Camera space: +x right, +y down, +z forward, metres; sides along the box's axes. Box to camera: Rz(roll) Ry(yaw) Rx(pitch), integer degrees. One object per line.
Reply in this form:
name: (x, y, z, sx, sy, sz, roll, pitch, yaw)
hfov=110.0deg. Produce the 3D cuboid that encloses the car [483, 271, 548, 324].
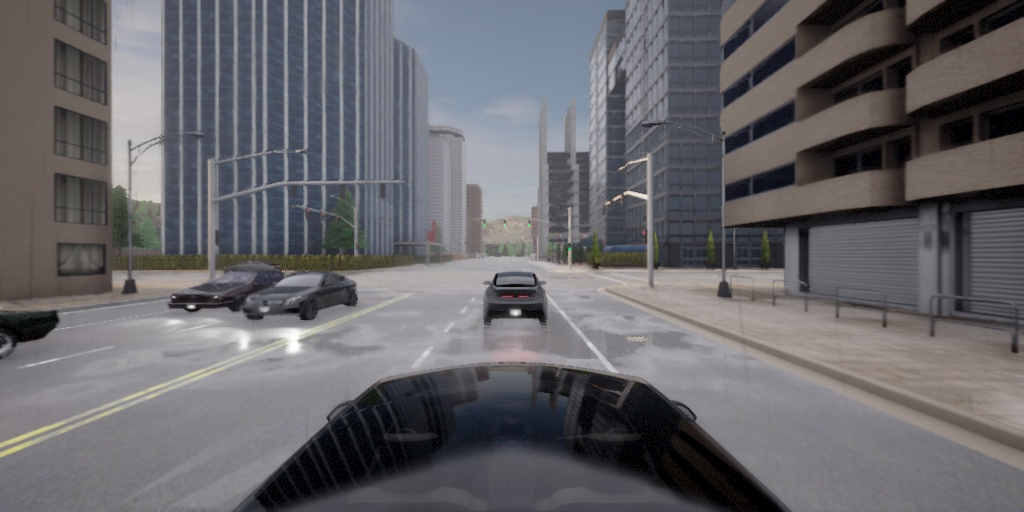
car: (0.099, 1.235, 11.814, 1.837, 1.490, 4.892, 0, 0, 0)

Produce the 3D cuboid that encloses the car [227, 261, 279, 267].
car: (-24.808, 1.180, 34.277, 4.902, 1.511, 2.128, 0, 0, 2)

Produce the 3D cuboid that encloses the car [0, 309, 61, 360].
car: (-10.576, 1.344, 5.353, 1.895, 1.301, 4.718, 0, 0, 0)

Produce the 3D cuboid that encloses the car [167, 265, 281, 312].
car: (-10.499, 1.273, 14.396, 2.033, 1.411, 5.357, 0, 0, 0)

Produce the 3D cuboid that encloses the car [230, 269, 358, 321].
car: (-7.016, 1.255, 12.518, 1.812, 1.442, 4.674, 0, 0, 0)
